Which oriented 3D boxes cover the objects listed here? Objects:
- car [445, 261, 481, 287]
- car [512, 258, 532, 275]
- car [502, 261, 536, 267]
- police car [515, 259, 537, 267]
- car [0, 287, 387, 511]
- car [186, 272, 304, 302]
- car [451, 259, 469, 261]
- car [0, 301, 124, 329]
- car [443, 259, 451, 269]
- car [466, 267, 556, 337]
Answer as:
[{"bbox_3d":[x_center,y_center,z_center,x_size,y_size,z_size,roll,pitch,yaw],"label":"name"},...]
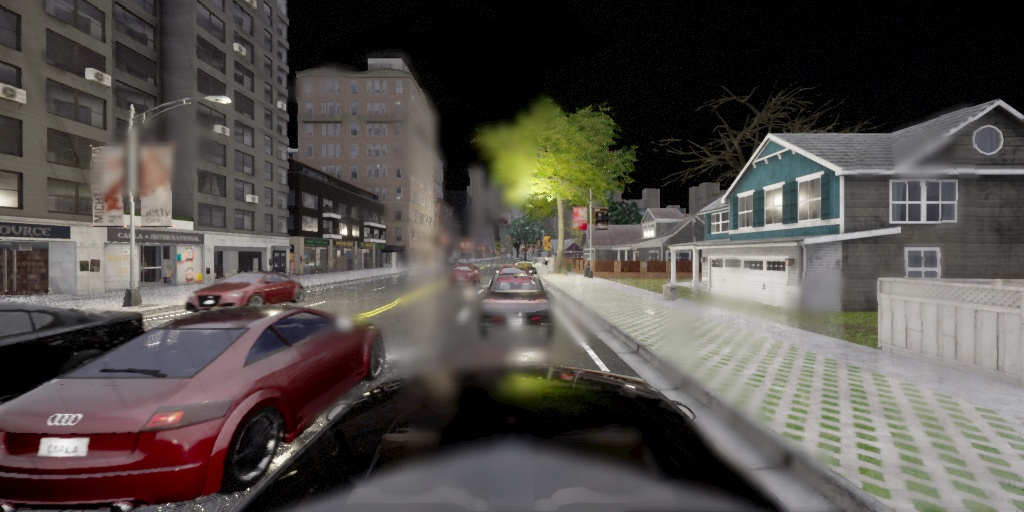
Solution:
[{"bbox_3d":[-3.124,1.261,24.625,1.812,1.442,4.674,0,0,0],"label":"car"},{"bbox_3d":[1.017,1.068,39.376,2.097,1.767,4.553,0,0,0],"label":"car"},{"bbox_3d":[0.121,1.218,19.786,1.882,1.535,5.008,0,0,0],"label":"car"},{"bbox_3d":[1.007,1.155,29.515,1.930,1.638,5.238,0,0,0],"label":"police car"},{"bbox_3d":[-3.145,1.313,4.525,1.994,1.385,4.181,0,0,0],"label":"car"},{"bbox_3d":[-9.835,1.309,13.635,1.994,1.385,4.181,0,0,0],"label":"car"},{"bbox_3d":[-6.547,1.182,48.179,1.882,1.535,5.008,0,0,0],"label":"car"},{"bbox_3d":[-6.596,1.227,3.428,1.882,1.535,5.008,0,0,0],"label":"car"},{"bbox_3d":[-9.779,1.197,57.065,1.837,1.490,4.892,0,0,0],"label":"car"},{"bbox_3d":[0.113,1.239,10.283,2.128,1.511,4.902,0,0,0],"label":"car"}]
